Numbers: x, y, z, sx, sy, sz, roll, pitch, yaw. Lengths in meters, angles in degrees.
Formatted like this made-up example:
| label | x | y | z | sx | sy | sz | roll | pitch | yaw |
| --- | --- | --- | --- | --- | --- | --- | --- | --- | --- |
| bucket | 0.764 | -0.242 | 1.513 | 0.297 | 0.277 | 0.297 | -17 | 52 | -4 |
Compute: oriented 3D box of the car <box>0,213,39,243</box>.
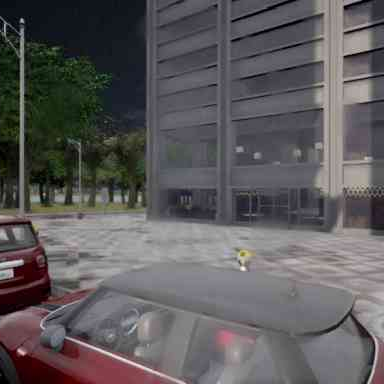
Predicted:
| label | x | y | z | sx | sy | sz | roll | pitch | yaw |
| --- | --- | --- | --- | --- | --- | --- | --- | --- | --- |
| car | -4.744 | 1.312 | 6.346 | 5.009 | 1.841 | 2.192 | 0 | 0 | 35 |

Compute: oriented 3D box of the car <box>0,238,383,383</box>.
| label | x | y | z | sx | sy | sz | roll | pitch | yaw |
| --- | --- | --- | --- | --- | --- | --- | --- | --- | --- |
| car | -0.316 | 1.439 | 3.189 | 4.097 | 1.590 | 1.967 | 0 | 0 | 35 |
